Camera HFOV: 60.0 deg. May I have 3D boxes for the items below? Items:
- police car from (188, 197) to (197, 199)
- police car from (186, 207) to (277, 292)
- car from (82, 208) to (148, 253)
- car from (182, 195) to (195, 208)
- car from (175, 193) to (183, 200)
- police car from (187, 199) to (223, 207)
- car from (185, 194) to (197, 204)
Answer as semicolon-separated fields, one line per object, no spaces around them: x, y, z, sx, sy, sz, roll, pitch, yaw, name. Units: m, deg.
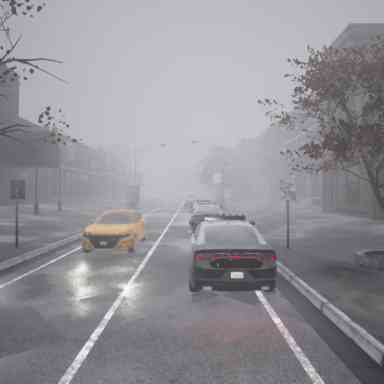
0.836;1.428;25.108;1.930;1.638;5.238;0;0;0;police car
0.878;1.426;9.108;1.930;1.638;5.238;0;0;0;police car
-3.034;1.479;13.894;1.882;1.535;5.008;0;0;0;car
-0.106;1.507;46.689;1.812;1.442;4.674;0;0;0;car
-3.217;1.017;82.952;2.097;1.767;4.553;0;1;0;car
0.851;1.428;19.108;1.930;1.638;5.238;0;0;0;police car
-0.156;1.257;59.807;2.097;1.767;4.553;0;0;0;car
